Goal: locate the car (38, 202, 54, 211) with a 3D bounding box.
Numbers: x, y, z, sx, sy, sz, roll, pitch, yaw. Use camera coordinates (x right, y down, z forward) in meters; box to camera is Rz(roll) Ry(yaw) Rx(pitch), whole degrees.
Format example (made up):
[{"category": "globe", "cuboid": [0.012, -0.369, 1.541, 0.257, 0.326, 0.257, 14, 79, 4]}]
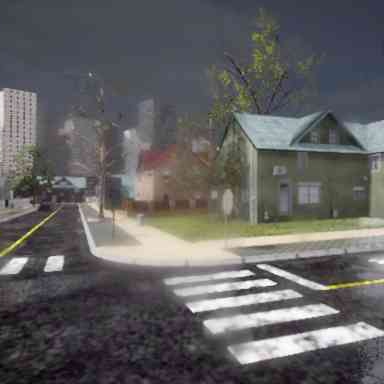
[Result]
[{"category": "car", "cuboid": [-20.963, 2.073, 47.947, 1.994, 1.385, 4.181, 0, -1, -19]}]
